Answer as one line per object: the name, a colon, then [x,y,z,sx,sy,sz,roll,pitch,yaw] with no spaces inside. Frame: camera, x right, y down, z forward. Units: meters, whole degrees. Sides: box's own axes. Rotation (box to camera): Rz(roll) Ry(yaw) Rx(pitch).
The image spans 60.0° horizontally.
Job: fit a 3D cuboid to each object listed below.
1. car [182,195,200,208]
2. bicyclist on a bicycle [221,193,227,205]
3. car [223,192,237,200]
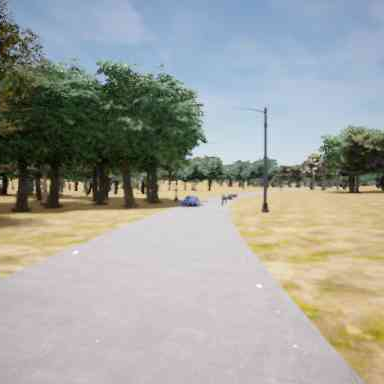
car: [-0.101,1.199,44.241,1.882,1.535,5.008,0,1,8]
bicyclist on a bicycle: [4.499,1.150,49.041,0.582,1.620,1.656,0,0,8]
car: [7.829,0.918,72.175,2.128,1.511,4.902,1,1,12]
